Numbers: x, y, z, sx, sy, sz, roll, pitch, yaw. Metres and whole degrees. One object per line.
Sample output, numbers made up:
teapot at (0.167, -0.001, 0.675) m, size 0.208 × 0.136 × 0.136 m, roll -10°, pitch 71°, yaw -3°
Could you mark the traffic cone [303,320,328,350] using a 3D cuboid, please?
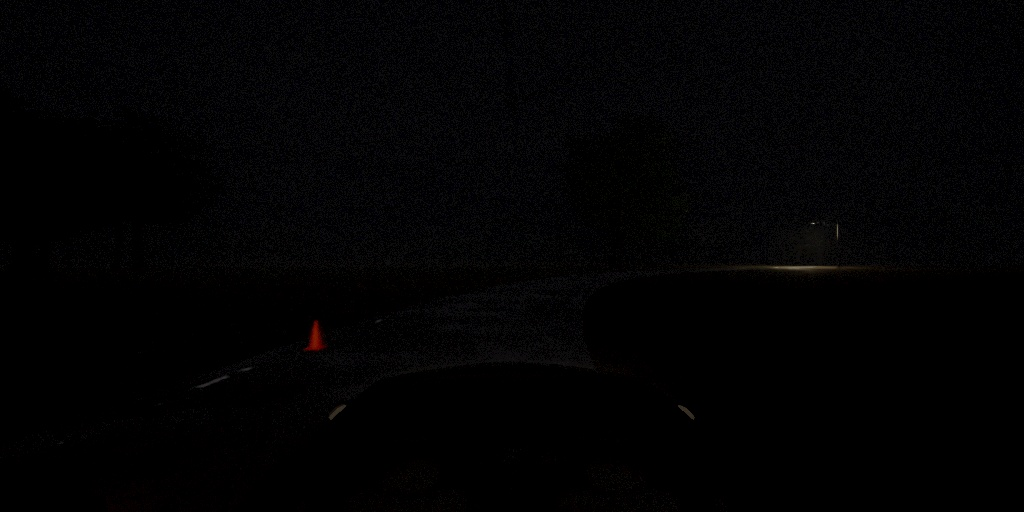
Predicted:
traffic cone at (-4.146, 1.655, 7.578) m, size 0.340 × 0.580 × 0.340 m, roll 0°, pitch 0°, yaw 6°
